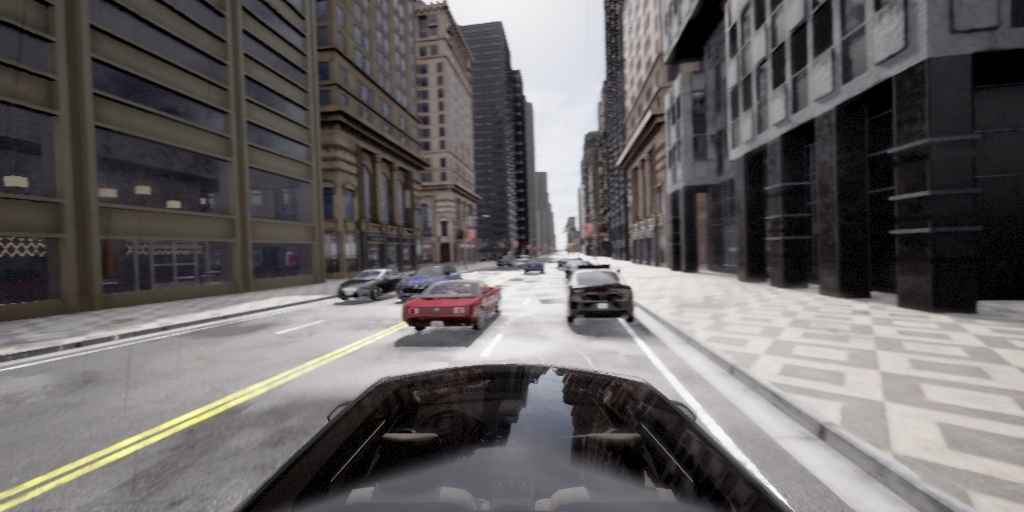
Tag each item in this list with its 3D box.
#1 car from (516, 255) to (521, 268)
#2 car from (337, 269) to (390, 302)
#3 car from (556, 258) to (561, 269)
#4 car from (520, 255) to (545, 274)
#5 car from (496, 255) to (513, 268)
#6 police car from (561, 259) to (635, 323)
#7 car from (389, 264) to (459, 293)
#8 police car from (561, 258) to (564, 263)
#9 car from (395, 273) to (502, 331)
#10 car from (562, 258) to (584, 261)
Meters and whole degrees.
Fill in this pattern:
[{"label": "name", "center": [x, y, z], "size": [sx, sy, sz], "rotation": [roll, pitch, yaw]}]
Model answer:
[{"label": "car", "center": [2.071, 0.844, 59.919], "size": [2.150, 2.045, 5.566], "rotation": [-2, 0, 9]}, {"label": "car", "center": [-7.184, 1.457, 18.999], "size": [2.128, 1.511, 4.902], "rotation": [-2, 0, 8]}, {"label": "car", "center": [7.025, 0.978, 48.314], "size": [1.837, 1.490, 4.892], "rotation": [-2, 0, 9]}, {"label": "car", "center": [2.501, 0.981, 39.244], "size": [2.097, 1.767, 4.553], "rotation": [-2, 0, 8]}, {"label": "car", "center": [-1.143, 0.948, 60.386], "size": [2.150, 2.045, 5.566], "rotation": [-2, 0, 9]}, {"label": "police car", "center": [2.712, 1.077, 11.864], "size": [1.930, 1.638, 5.238], "rotation": [-2, 0, 8]}, {"label": "car", "center": [-4.018, 1.215, 18.226], "size": [2.097, 1.767, 4.553], "rotation": [-2, 0, 8]}, {"label": "police car", "center": [5.002, 0.986, 27.701], "size": [1.930, 1.638, 5.238], "rotation": [-2, 0, 8]}, {"label": "car", "center": [-1.553, 1.391, 11.153], "size": [1.895, 1.301, 4.718], "rotation": [-2, 0, 8]}, {"label": "car", "center": [4.129, 1.073, 21.653], "size": [1.882, 1.535, 5.008], "rotation": [-2, 0, 8]}]
